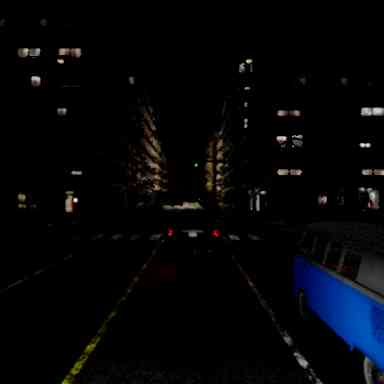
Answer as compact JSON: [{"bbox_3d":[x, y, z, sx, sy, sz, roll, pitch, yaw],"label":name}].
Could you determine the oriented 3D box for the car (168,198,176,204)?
[{"bbox_3d":[-5.690,2.466,93.435,1.967,1.590,4.097,1,-1,0],"label":"car"}]

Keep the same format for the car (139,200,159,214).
[{"bbox_3d":[-5.683,1.989,42.483,1.752,1.417,4.829,1,-1,0],"label":"car"}]

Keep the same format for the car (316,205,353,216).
[{"bbox_3d":[13.637,1.934,30.841,4.097,1.590,1.967,0,-2,1],"label":"car"}]

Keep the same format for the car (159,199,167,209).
[{"bbox_3d":[-5.684,2.029,53.938,1.967,1.590,4.097,1,-1,0],"label":"car"}]

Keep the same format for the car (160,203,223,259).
[{"bbox_3d":[0.147,1.498,13.438,2.097,1.767,4.553,0,-1,3],"label":"car"}]

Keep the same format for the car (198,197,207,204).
[{"bbox_3d":[2.693,2.277,87.794,2.192,1.841,5.009,1,-1,0],"label":"car"}]

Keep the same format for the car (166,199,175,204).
[{"bbox_3d":[-5.691,2.514,87.791,2.008,1.369,4.403,1,-1,0],"label":"car"}]

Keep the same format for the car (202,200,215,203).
[{"bbox_3d":[2.696,2.031,42.654,1.947,1.339,4.313,1,-1,0],"label":"car"}]

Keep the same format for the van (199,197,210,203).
[{"bbox_3d":[2.697,1.991,59.583,1.690,1.788,3.998,1,-1,0],"label":"van"}]

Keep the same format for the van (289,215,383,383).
[{"bbox_3d":[2.673,1.394,4.712,1.690,1.788,3.998,1,-1,0],"label":"van"}]

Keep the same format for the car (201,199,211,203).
[{"bbox_3d":[2.695,2.077,48.296,2.008,1.369,4.403,1,-1,0],"label":"car"}]

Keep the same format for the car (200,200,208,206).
[{"bbox_3d":[2.690,2.419,76.507,1.802,1.307,4.206,1,-1,0],"label":"car"}]

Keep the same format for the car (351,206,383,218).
[{"bbox_3d":[13.534,1.820,22.460,4.313,1.339,1.947,0,-2,1],"label":"car"}]

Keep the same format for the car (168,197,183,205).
[{"bbox_3d":[-3.023,1.941,65.799,2.150,2.045,5.566,0,-1,0],"label":"car"}]
